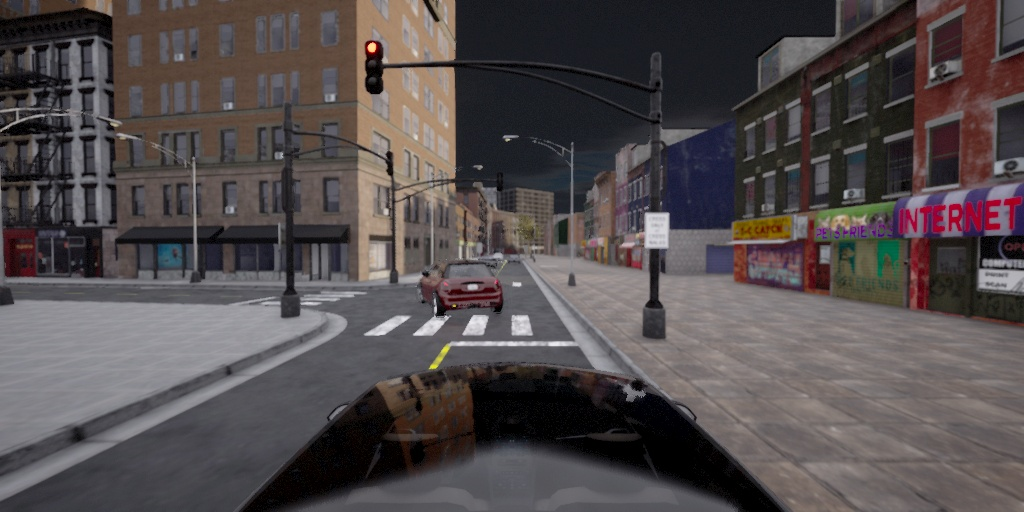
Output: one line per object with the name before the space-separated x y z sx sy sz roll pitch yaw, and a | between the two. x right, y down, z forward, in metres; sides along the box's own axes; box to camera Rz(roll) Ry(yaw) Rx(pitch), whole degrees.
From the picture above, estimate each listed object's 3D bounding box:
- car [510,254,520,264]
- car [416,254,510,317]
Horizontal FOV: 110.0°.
car | 0.310 0.403 53.164 2.033 1.411 5.357 0 1 0
car | -1.973 0.918 12.549 2.097 1.767 4.553 -1 1 -22
